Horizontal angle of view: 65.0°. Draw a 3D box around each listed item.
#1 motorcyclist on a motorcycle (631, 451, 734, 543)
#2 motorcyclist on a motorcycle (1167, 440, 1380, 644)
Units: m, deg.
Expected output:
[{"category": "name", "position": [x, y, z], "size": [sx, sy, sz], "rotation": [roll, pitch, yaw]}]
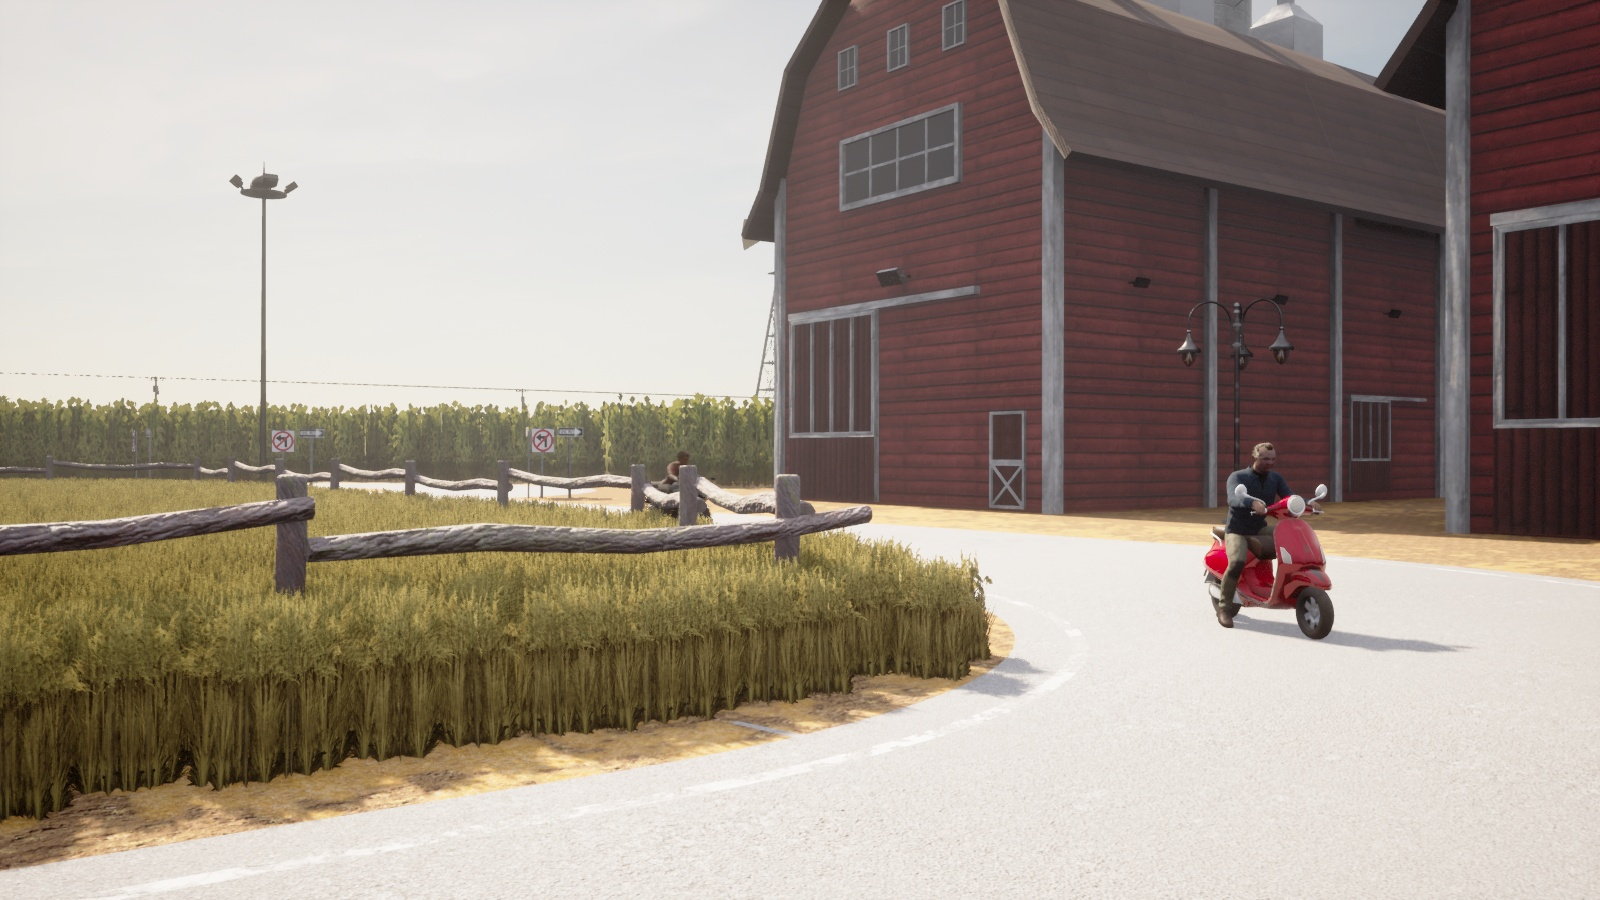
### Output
[{"category": "motorcyclist on a motorcycle", "position": [-2.077, 0.785, 21.960], "size": [0.797, 1.523, 2.044], "rotation": [0, 0, -38]}, {"category": "motorcyclist on a motorcycle", "position": [3.991, 0.716, 10.767], "size": [0.866, 1.590, 1.817], "rotation": [0, 0, -12]}]
